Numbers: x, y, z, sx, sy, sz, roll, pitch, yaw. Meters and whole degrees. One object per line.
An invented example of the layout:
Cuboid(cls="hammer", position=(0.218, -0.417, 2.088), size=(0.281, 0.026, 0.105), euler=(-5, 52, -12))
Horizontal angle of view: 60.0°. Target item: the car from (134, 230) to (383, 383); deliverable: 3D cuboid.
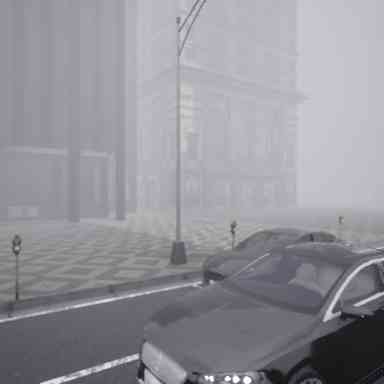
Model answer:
Cuboid(cls="car", position=(1.662, 1.505, 4.428), size=(4.902, 1.511, 2.128), euler=(0, 0, -35))

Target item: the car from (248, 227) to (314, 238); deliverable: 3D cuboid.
Cuboid(cls="car", position=(2.254, 1.589, 8.239), size=(4.313, 1.339, 1.947), euler=(0, 0, -35))
